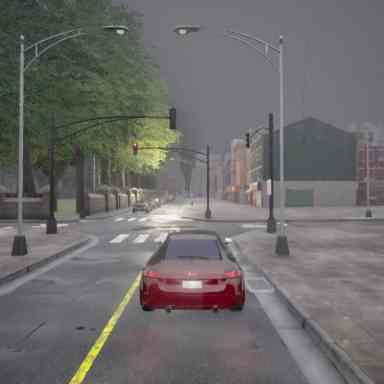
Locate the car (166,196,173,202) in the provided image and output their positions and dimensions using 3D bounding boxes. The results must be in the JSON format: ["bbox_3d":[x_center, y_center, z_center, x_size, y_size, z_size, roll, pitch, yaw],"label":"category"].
[{"bbox_3d":[-5.879,1.732,87.393,1.752,1.417,4.829,1,0,0],"label":"car"}]

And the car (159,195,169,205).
[{"bbox_3d":[-5.665,1.670,60.312,1.802,1.307,4.206,1,0,0],"label":"car"}]

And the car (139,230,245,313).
[{"bbox_3d":[0.021,1.568,7.744,1.994,1.385,4.181,0,0,1],"label":"car"}]

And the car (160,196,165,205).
[{"bbox_3d":[-5.578,1.623,49.412,1.947,1.339,4.313,1,0,0],"label":"car"}]

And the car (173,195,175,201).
[{"bbox_3d":[-5.835,1.619,82.113,1.967,1.590,4.097,1,0,0],"label":"car"}]

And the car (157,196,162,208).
[{"bbox_3d":[-5.535,1.597,43.962,2.008,1.369,4.403,1,0,0],"label":"car"}]

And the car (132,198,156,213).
[{"bbox_3d":[-5.506,1.585,36.827,2.008,1.369,4.403,1,0,0],"label":"car"}]

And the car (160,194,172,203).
[{"bbox_3d":[-5.703,1.422,65.763,2.192,1.841,5.009,1,0,0],"label":"car"}]
